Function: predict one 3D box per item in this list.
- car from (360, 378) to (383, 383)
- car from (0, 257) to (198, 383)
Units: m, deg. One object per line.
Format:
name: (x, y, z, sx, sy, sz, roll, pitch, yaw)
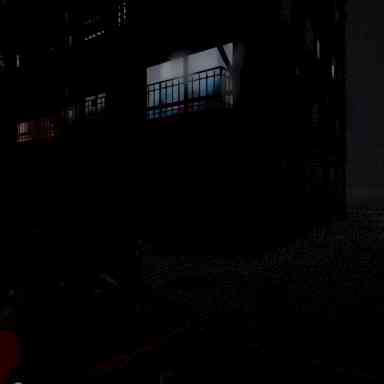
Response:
car: (2.551, 1.566, 1.055, 4.313, 1.339, 1.947, 0, 0, 36)
car: (-2.036, 1.545, 4.330, 4.507, 1.381, 1.887, 0, 0, 36)
